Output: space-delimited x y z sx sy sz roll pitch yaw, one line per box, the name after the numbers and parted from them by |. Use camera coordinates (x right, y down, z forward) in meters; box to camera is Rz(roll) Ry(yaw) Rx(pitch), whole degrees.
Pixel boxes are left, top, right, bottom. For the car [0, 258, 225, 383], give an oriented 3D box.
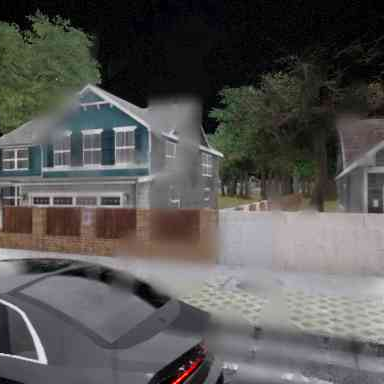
-2.104 1.504 3.514 4.892 1.490 1.837 0 0 21 | car
